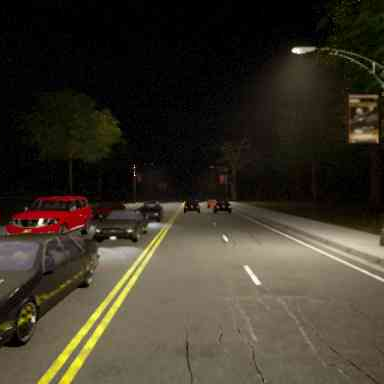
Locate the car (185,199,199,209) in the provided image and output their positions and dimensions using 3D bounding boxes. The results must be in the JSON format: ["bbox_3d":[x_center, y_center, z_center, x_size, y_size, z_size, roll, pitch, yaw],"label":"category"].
[{"bbox_3d":[0.008,1.652,47.911,1.895,1.301,4.718,0,0,0],"label":"car"}]

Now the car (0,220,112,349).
[{"bbox_3d":[-3.313,1.550,6.561,2.033,1.411,5.357,0,0,0],"label":"car"}]

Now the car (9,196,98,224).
[{"bbox_3d":[-6.553,1.227,16.095,2.150,2.045,5.566,0,0,0],"label":"car"}]

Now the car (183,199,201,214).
[{"bbox_3d":[-0.001,1.575,36.419,2.033,1.411,5.357,0,0,0],"label":"car"}]

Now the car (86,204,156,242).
[{"bbox_3d":[-3.297,1.553,16.640,2.033,1.411,5.357,0,0,1],"label":"car"}]

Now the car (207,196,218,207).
[{"bbox_3d":[3.259,1.402,47.799,2.097,1.767,4.553,0,0,0],"label":"car"}]

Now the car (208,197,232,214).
[{"bbox_3d":[3.249,1.575,36.420,2.033,1.411,5.357,0,0,0],"label":"car"}]

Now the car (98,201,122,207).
[{"bbox_3d":[-6.549,1.491,26.500,1.882,1.535,5.008,0,0,1],"label":"car"}]

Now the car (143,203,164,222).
[{"bbox_3d":[-3.300,1.562,26.956,2.033,1.411,5.357,0,0,0],"label":"car"}]
